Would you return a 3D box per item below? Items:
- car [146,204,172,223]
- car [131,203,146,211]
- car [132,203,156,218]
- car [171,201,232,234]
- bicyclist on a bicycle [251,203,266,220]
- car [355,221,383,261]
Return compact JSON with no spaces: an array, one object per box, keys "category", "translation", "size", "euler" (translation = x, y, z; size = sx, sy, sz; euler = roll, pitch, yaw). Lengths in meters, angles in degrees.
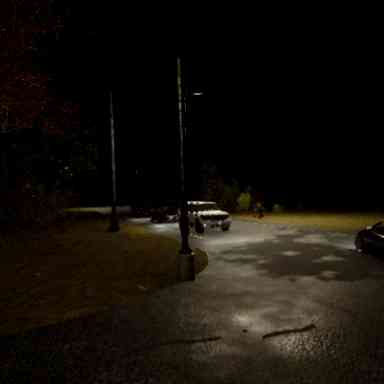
[{"category":"car","translation":[-2.788,2.199,32.934],"size":[1.837,1.490,4.892],"euler":[-2,-1,-21]},{"category":"car","translation":[-9.981,2.788,62.105],"size":[1.812,1.442,4.674],"euler":[-2,-1,-21]},{"category":"car","translation":[-6.452,2.408,42.655],"size":[1.882,1.535,5.008],"euler":[-2,-1,-21]},{"category":"car","translation":[0.693,1.691,23.641],"size":[2.150,2.045,5.566],"euler":[-2,-1,-22]},{"category":"bicyclist on a bicycle","translation":[6.158,1.806,30.763],"size":[1.656,1.620,0.582],"euler":[-1,-1,-21]},{"category":"car","translation":[7.241,1.668,11.564],"size":[1.994,1.385,4.181],"euler":[-2,0,10]}]
